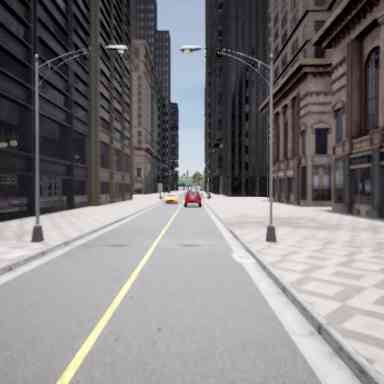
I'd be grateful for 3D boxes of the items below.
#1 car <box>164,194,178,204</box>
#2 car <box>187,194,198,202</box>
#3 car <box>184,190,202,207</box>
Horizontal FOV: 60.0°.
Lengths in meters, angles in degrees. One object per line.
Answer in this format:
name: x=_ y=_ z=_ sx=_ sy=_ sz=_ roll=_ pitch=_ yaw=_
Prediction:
car: x=-3.059 y=0.997 z=49.543 sx=1.882 sy=1.535 sz=5.008 roll=0 pitch=1 yaw=0
car: x=0.114 y=1.015 z=60.303 sx=1.895 sy=1.301 sz=4.718 roll=0 pitch=1 yaw=0
car: x=0.112 y=0.802 z=43.384 sx=2.150 sy=2.045 sz=5.566 roll=0 pitch=1 yaw=0
